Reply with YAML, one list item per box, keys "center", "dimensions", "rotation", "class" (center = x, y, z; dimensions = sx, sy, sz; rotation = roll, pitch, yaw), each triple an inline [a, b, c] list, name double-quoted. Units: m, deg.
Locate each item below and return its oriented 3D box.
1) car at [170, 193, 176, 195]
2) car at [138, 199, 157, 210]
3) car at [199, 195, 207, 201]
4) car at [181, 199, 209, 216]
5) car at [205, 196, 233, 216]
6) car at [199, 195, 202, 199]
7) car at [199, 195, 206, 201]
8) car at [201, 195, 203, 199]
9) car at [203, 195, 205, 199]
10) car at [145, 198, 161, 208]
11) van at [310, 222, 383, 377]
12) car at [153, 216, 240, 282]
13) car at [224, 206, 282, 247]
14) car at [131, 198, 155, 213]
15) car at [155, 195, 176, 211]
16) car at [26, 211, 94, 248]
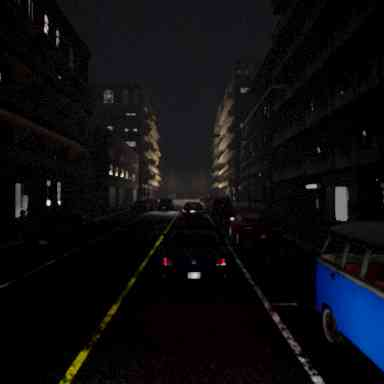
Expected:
- center: [-5.684, 1.547, 92.856]
  dimensions: [1.947, 1.339, 4.313]
  rotation: [1, 0, 0]
  class: "car"
- center: [-5.682, 1.571, 42.715]
  dimensions: [1.802, 1.307, 4.206]
  rotation: [1, 0, 0]
  class: "car"
- center: [2.697, 1.508, 81.844]
  dimensions: [1.752, 1.417, 4.829]
  rotation: [1, 0, 0]
  class: "car"
- center: [0.083, 1.540, 28.011]
  dimensions: [2.033, 1.411, 5.357]
  rotation: [0, 0, 0]
  class: "car"
- center: [2.702, 1.306, 31.534]
  dimensions: [2.192, 1.841, 5.009]
  rotation: [1, 0, 0]
  class: "car"
- center: [2.697, 1.535, 70.532]
  dimensions: [2.008, 1.369, 4.403]
  rotation: [1, 0, 0]
  class: "car"
- center: [2.696, 1.564, 87.246]
  dimensions: [1.802, 1.307, 4.206]
  rotation: [1, 0, 0]
  class: "car"
- center: [2.997, 1.492, 57.584]
  dimensions: [1.837, 1.490, 4.892]
  rotation: [0, 0, 0]
  class: "car"
- center: [2.702, 1.305, 37.104]
  dimensions: [2.192, 1.841, 5.009]
  rotation: [1, 0, 0]
  class: "car"
- center: [-5.682, 1.570, 48.287]
  dimensions: [1.802, 1.307, 4.206]
  rotation: [1, 0, 0]
  class: "car"
- center: [2.703, 1.340, 3.680]
  dimensions: [1.690, 1.788, 3.998]
  rotation: [1, 0, 0]
  class: "van"
- center: [0.067, 1.598, 9.731]
  dimensions: [1.895, 1.301, 4.718]
  rotation: [0, 0, 0]
  class: "car"
- center: [2.700, 1.540, 14.820]
  dimensions: [1.887, 1.381, 4.507]
  rotation: [1, 0, 0]
  class: "car"
- center: [-5.681, 1.535, 37.145]
  dimensions: [1.887, 1.381, 4.507]
  rotation: [1, 0, 0]
  class: "car"
- center: [-3.098, 1.494, 39.546]
  dimensions: [1.837, 1.490, 4.892]
  rotation: [0, 0, 0]
  class: "car"
- center: [-5.680, 1.561, 14.860]
  dimensions: [1.947, 1.339, 4.313]
  rotation: [1, 0, 0]
  class: "car"
